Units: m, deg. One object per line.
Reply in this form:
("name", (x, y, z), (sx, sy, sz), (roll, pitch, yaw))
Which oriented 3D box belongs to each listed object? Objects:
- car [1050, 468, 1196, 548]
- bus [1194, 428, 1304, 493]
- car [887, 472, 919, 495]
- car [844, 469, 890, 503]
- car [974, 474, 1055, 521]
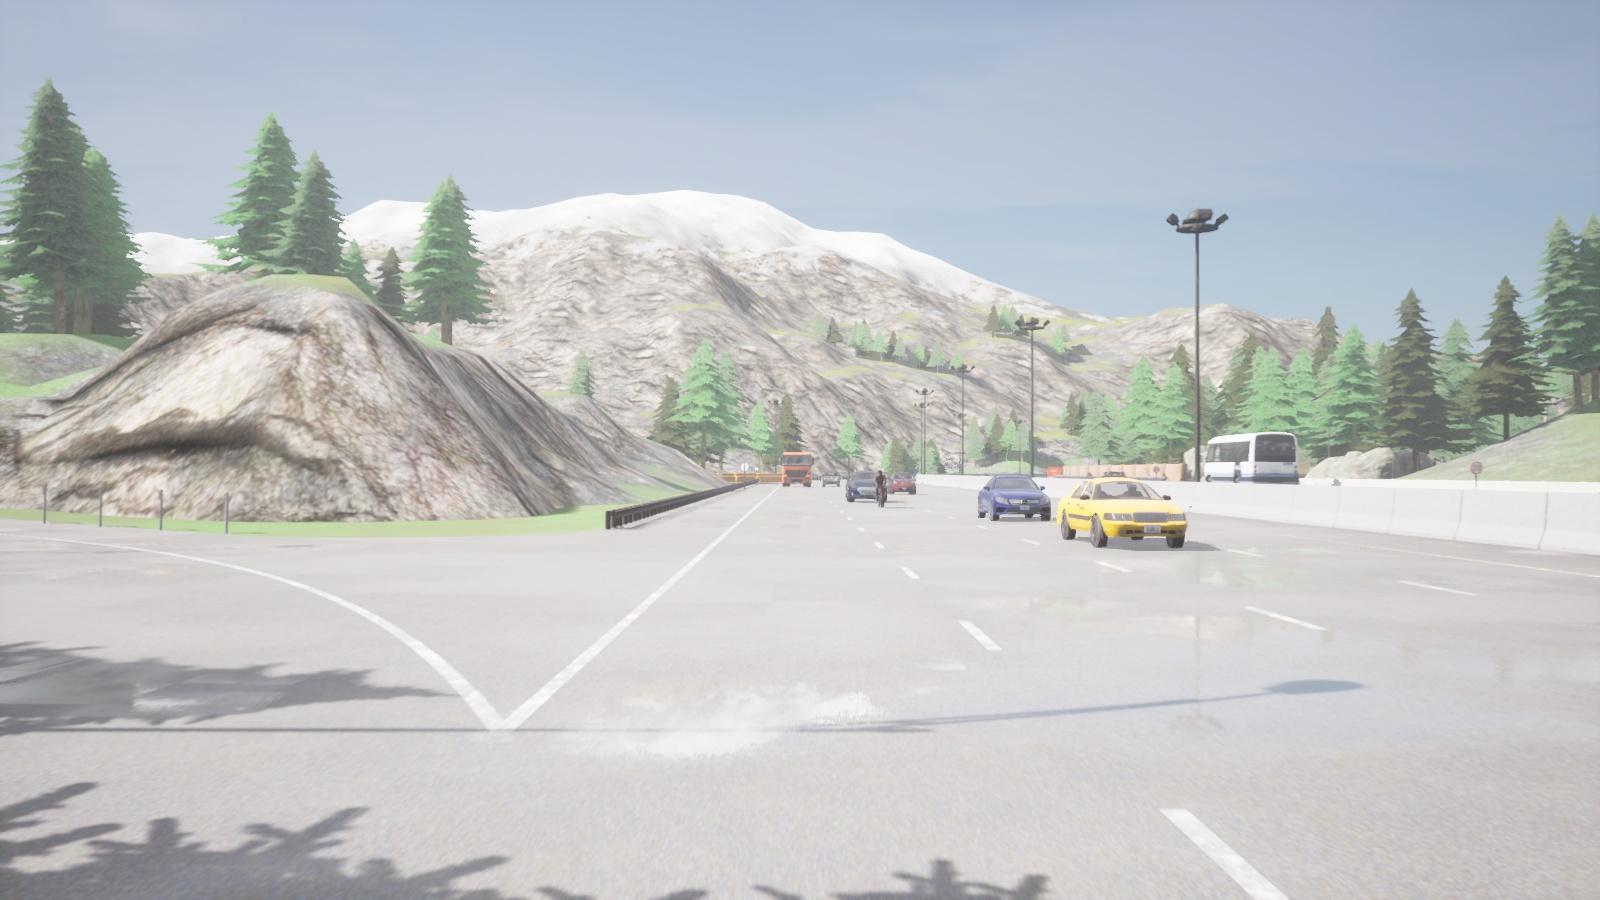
("car", (6.933, 1.187, 27.544), (1.801, 1.575, 5.366), (0, -1, 0))
("bus", (31.282, 0.787, 88.125), (3.944, 4.253, 10.273), (0, -1, 0))
("car", (6.799, 2.194, 83.274), (1.845, 1.501, 3.633), (0, -1, 0))
("car", (3.352, 1.793, 63.506), (2.033, 1.649, 4.856), (0, -1, 0))
("car", (6.900, 1.495, 40.811), (1.812, 1.442, 4.674), (0, -1, 0))
